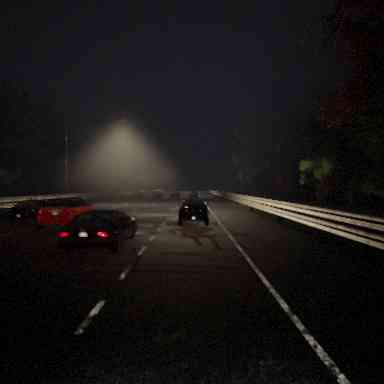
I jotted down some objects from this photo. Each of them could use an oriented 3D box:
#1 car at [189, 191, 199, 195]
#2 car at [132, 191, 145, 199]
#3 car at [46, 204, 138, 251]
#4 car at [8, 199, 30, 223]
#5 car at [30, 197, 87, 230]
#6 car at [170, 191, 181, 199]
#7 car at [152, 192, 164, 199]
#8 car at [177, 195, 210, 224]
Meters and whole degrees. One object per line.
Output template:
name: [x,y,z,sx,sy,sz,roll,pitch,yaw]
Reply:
car: [0.348,0.549,68.191,2.033,1.411,5.357,0,1,0]
car: [-10.195,0.550,63.268,1.882,1.535,5.008,0,1,0]
car: [-3.423,1.354,12.965,2.033,1.411,5.357,0,1,0]
car: [-10.401,1.194,22.231,1.812,1.442,4.674,0,1,0]
car: [-6.908,1.069,18.885,2.097,1.767,4.553,0,1,0]
car: [-3.189,0.553,64.017,2.128,1.511,4.902,0,1,0]
car: [-6.674,0.635,65.900,1.895,1.301,4.718,0,1,0]
car: [0.097,1.187,21.492,1.837,1.490,4.892,0,1,0]
